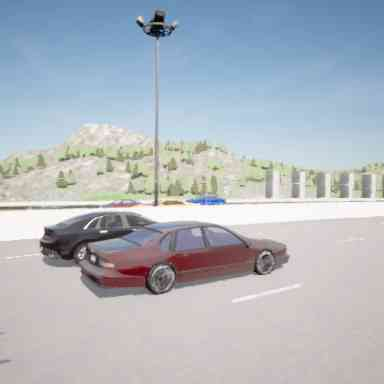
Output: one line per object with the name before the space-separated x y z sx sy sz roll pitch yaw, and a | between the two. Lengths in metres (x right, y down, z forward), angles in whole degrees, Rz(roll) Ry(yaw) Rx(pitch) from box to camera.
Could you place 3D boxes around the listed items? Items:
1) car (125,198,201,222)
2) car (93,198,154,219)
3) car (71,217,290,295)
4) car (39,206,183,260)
car | -1.986 1.191 23.571 5.008 1.535 1.882 0 0 -32
car | -5.274 1.229 25.628 4.181 1.385 1.994 0 1 -32
car | 0.025 1.448 8.390 5.357 1.411 2.033 0 1 -33
car | -2.236 1.361 10.758 4.892 1.490 1.837 0 0 -34
